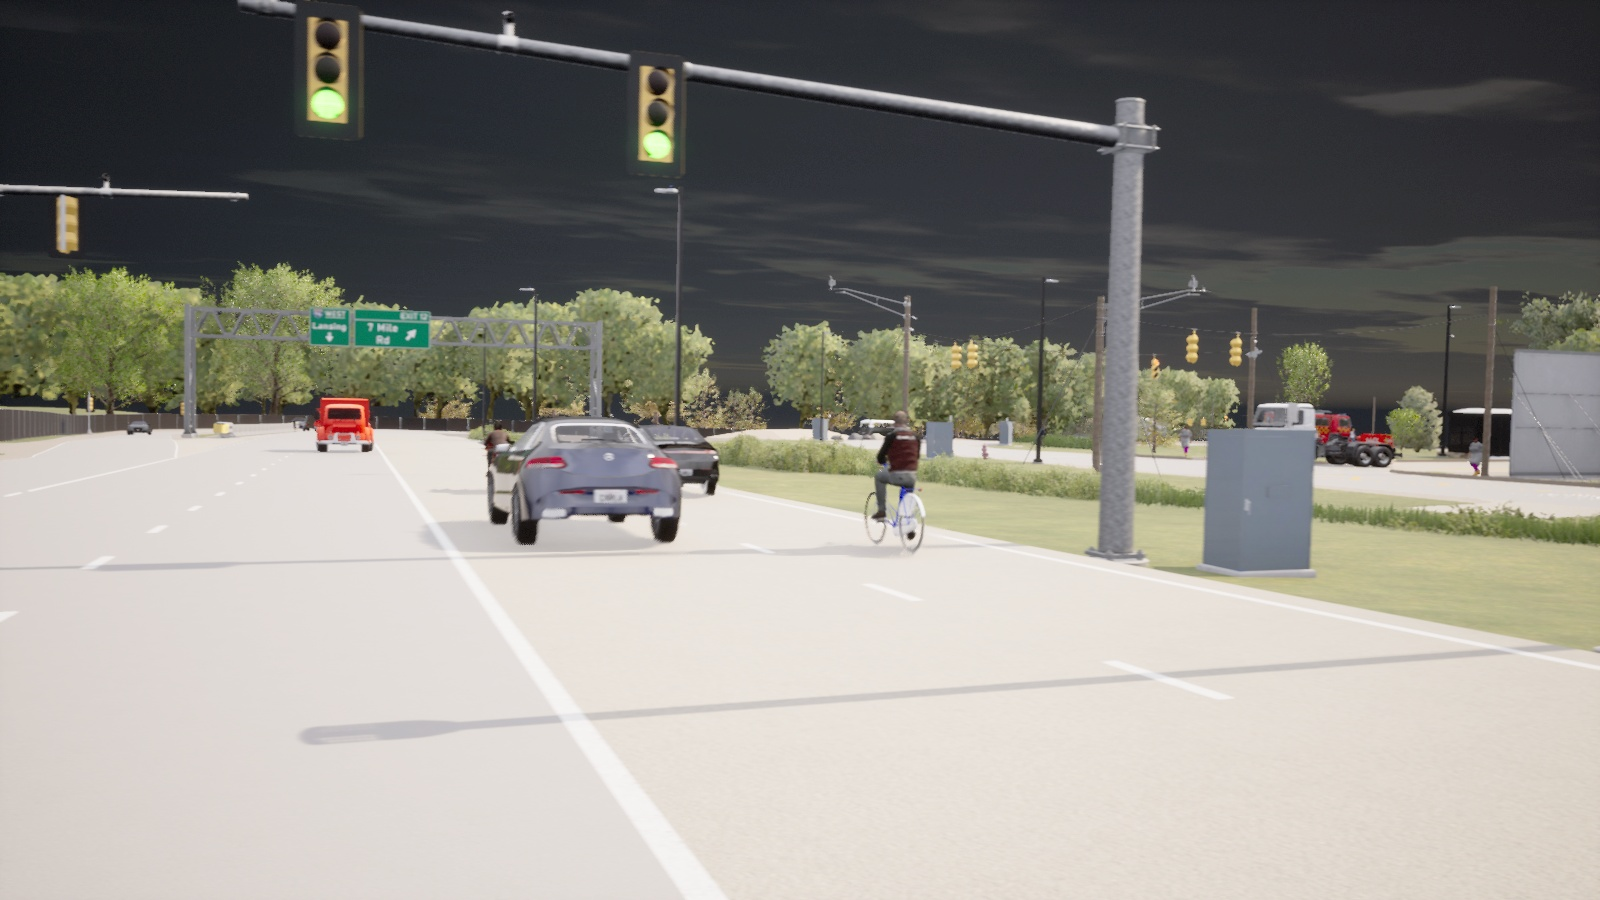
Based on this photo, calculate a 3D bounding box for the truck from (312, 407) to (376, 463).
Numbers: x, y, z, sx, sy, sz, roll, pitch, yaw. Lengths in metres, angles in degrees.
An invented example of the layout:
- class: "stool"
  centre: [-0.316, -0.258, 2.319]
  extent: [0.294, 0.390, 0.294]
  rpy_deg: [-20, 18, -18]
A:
- class: "truck"
  centre: [-21.097, -0.708, 58.237]
  extent: [2.627, 2.467, 5.204]
  rpy_deg: [-1, 1, -19]

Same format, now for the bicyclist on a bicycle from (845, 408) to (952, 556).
- class: "bicyclist on a bicycle"
  centre: [1.224, 0.361, 16.047]
  extent: [0.659, 1.776, 1.843]
  rpy_deg: [-1, 2, -19]

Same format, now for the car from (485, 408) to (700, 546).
- class: "car"
  centre: [-3.119, 0.267, 17.833]
  extent: [2.152, 1.651, 5.027]
  rpy_deg: [-1, 1, -19]

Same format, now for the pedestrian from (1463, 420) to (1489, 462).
- class: "pedestrian"
  centre: [32.008, -0.437, 59.432]
  extent: [0.873, 1.952, 0.659]
  rpy_deg: [-1, 3, -26]

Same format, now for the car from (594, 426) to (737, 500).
- class: "car"
  centre: [-3.156, 0.220, 28.459]
  extent: [2.128, 1.511, 4.902]
  rpy_deg: [-1, 1, -19]

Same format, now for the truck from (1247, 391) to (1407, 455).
- class: "truck"
  centre: [29.168, -1.502, 69.596]
  extent: [7.936, 3.462, 2.891]
  rpy_deg: [0, 2, -14]

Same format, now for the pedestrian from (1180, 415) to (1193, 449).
- class: "pedestrian"
  centre: [22.840, -1.068, 74.232]
  extent: [0.659, 1.952, 0.873]
  rpy_deg: [1, 3, 23]
